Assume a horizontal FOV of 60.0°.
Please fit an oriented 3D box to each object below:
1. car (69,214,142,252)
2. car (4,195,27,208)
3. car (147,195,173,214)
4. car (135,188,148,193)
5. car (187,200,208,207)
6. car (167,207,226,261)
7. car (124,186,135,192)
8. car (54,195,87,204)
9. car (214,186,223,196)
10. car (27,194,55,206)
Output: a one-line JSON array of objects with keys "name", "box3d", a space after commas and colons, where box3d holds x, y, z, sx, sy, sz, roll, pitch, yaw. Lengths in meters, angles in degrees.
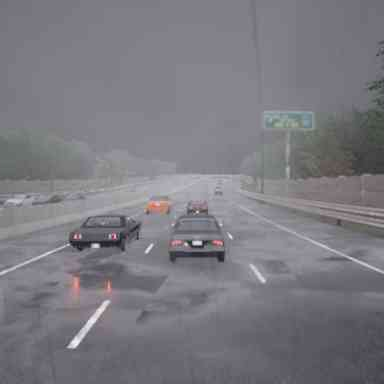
[{"name": "car", "box3d": [-3.300, 1.552, 13.712, 1.895, 1.301, 4.718, 0, 0, 1]}, {"name": "car", "box3d": [-20.379, 1.100, 39.730, 1.812, 1.442, 4.674, 0, 1, 2]}, {"name": "car", "box3d": [-2.941, 1.089, 31.390, 2.097, 1.767, 4.553, 0, 1, 2]}, {"name": "car", "box3d": [-11.314, -0.302, 78.882, 2.128, 1.511, 4.902, 0, 2, 4]}, {"name": "car", "box3d": [0.533, 1.353, 30.613, 1.895, 1.301, 4.718, 0, 1, 2]}, {"name": "car", "box3d": [0.179, 1.510, 12.158, 2.033, 1.411, 5.357, 0, 0, 1]}, {"name": "car", "box3d": [-14.778, -0.622, 79.530, 2.097, 1.767, 4.553, 0, 2, 4]}, {"name": "car", "box3d": [-13.441, 1.116, 37.945, 1.837, 1.490, 4.892, 0, 2, 2]}, {"name": "car", "box3d": [6.063, -0.016, 76.470, 1.882, 1.535, 5.008, 0, 2, 4]}, {"name": "car", "box3d": [-16.903, 1.065, 39.126, 1.882, 1.535, 5.008, 0, 1, 2]}]
